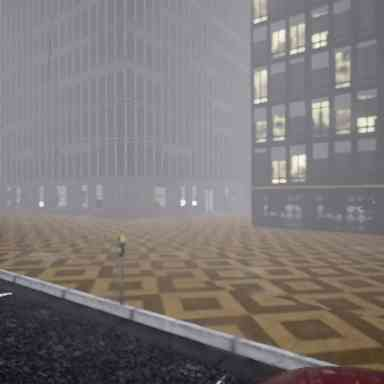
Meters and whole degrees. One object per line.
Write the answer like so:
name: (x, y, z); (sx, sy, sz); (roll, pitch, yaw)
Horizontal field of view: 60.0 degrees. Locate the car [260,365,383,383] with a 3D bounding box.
car: (2.133, 1.586, 1.363); (4.206, 1.307, 1.802); (0, 0, 36)
